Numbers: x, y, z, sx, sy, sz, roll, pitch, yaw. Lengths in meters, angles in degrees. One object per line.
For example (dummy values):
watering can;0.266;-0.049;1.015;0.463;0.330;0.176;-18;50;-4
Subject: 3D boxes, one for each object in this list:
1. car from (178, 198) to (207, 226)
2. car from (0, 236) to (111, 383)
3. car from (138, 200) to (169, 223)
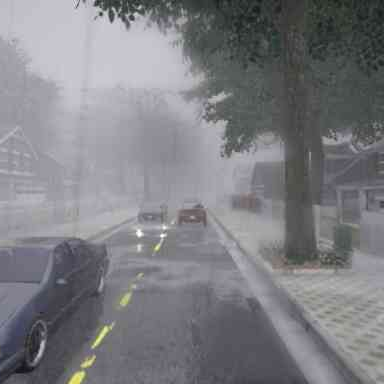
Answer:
car;0.052;1.413;23.094;1.882;1.535;5.008;0;0;0
car;-2.851;1.538;5.852;2.033;1.411;5.357;0;0;0
car;-2.828;1.405;24.982;1.882;1.535;5.008;0;0;0
